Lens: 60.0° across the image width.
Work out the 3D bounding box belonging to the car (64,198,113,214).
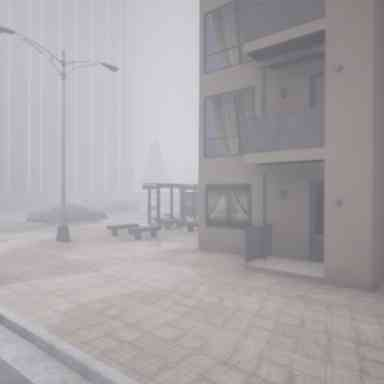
[{"bbox_3d":[-11.205,1.465,36.339,1.837,1.490,4.892,0,0,40],"label":"car"}]

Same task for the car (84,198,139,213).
[{"bbox_3d":[-8.057,1.521,34.647,2.033,1.411,5.357,0,0,40],"label":"car"}]

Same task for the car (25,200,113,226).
[{"bbox_3d":[-8.660,1.537,23.339,5.357,1.411,2.033,0,0,-44],"label":"car"}]

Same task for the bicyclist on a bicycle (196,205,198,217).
[{"bbox_3d":[0.948,1.317,26.739,1.656,1.620,0.582,0,0,40],"label":"bicyclist on a bicycle"}]

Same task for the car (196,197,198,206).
[{"bbox_3d":[1.380,1.473,51.142,2.128,1.511,4.902,0,0,40],"label":"car"}]
